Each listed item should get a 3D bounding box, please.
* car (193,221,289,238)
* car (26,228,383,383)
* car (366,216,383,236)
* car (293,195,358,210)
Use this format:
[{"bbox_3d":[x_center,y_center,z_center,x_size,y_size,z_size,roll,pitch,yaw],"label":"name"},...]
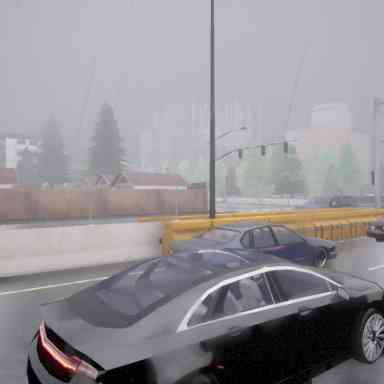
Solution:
[{"bbox_3d":[1.845,1.547,9.344,5.357,1.411,2.033,0,0,-35],"label":"car"},{"bbox_3d":[0.649,1.492,4.200,4.902,1.511,2.128,0,0,-35],"label":"car"},{"bbox_3d":[10.050,1.547,15.156,5.357,1.411,2.033,0,0,-35],"label":"car"},{"bbox_3d":[9.472,1.243,23.450,5.566,2.045,2.150,0,0,-35],"label":"car"}]
